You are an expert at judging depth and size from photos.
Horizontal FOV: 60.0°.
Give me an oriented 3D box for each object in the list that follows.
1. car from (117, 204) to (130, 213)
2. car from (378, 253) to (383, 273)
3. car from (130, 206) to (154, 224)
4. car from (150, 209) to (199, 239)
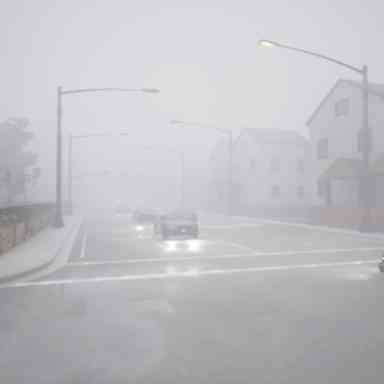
[{"bbox_3d":[-10.447,2.530,51.604,1.812,1.442,4.674,0,-1,-17],"label":"car"},{"bbox_3d":[7.560,1.689,7.889,5.357,1.411,2.033,-1,-1,44],"label":"car"},{"bbox_3d":[-4.328,2.082,31.022,1.882,1.535,5.008,0,-1,-17],"label":"car"},{"bbox_3d":[-1.022,1.955,20.068,1.994,1.385,4.181,0,-1,-17],"label":"car"}]
